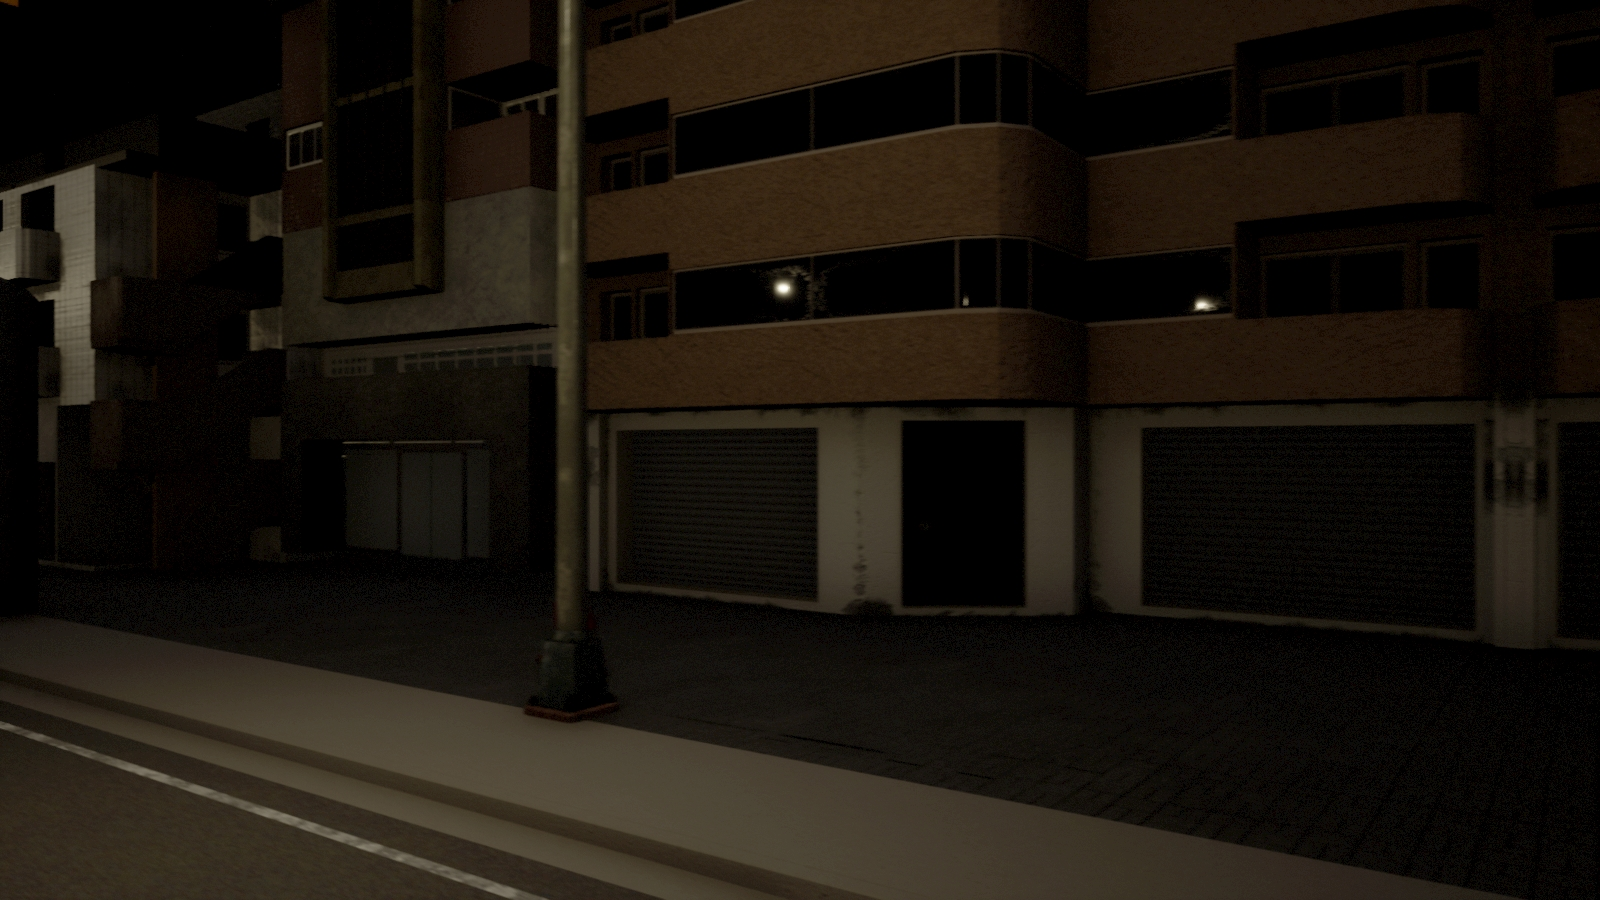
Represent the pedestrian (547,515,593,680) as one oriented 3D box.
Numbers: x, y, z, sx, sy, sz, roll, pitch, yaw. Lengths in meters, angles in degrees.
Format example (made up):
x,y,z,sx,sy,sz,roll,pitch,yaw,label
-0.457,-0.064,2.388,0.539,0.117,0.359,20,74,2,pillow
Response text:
x,y,z,sx,sy,sz,roll,pitch,yaw,label
-2.678,1.700,13.331,0.375,1.860,0.375,0,0,27,pedestrian
